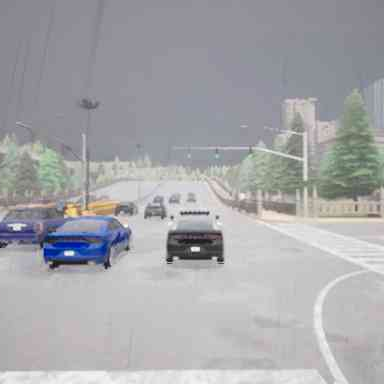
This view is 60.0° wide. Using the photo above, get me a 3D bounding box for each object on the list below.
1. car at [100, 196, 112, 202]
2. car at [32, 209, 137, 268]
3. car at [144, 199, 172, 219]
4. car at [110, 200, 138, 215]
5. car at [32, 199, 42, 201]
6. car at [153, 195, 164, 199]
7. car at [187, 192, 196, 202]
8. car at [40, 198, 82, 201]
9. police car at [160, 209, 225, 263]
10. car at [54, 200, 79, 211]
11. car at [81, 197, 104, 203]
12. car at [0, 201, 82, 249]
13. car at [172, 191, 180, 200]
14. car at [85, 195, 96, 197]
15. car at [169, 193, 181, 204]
[{"bbox_3d":[-14.029,1.858,54.833,1.882,1.535,5.008,0,0,0],"label":"car"},{"bbox_3d":[-3.398,1.564,11.685,1.882,1.535,5.008,0,0,0],"label":"car"},{"bbox_3d":[-3.396,1.726,31.851,2.128,1.511,4.902,0,0,0],"label":"car"},{"bbox_3d":[-6.894,1.764,35.316,1.837,1.490,4.892,0,0,0],"label":"car"},{"bbox_3d":[-17.563,1.633,38.126,2.097,1.767,4.553,0,0,0],"label":"car"},{"bbox_3d":[-7.114,1.392,70.546,1.994,1.385,4.181,0,4,0],"label":"car"},{"bbox_3d":[-0.113,1.447,70.418,1.895,1.301,4.718,0,4,0],"label":"car"},{"bbox_3d":[-14.053,1.756,35.938,2.128,1.511,4.902,0,0,-1],"label":"car"},{"bbox_3d":[0.102,1.517,12.486,1.930,1.638,5.238,0,0,0],"label":"police car"},{"bbox_3d":[-17.494,1.907,46.660,1.994,1.385,4.181,0,0,0],"label":"car"},{"bbox_3d":[-14.013,1.811,45.397,1.882,1.535,5.008,0,0,1],"label":"car"},{"bbox_3d":[-6.896,1.466,15.242,2.097,1.767,4.553,0,0,0],"label":"car"},{"bbox_3d":[-3.650,0.847,77.274,1.812,1.442,4.674,0,6,0],"label":"car"},{"bbox_3d":[-17.535,1.595,55.914,2.150,2.045,5.566,0,0,0],"label":"car"},{"bbox_3d":[-3.596,1.391,67.211,2.097,1.767,4.553,0,3,0],"label":"car"}]
